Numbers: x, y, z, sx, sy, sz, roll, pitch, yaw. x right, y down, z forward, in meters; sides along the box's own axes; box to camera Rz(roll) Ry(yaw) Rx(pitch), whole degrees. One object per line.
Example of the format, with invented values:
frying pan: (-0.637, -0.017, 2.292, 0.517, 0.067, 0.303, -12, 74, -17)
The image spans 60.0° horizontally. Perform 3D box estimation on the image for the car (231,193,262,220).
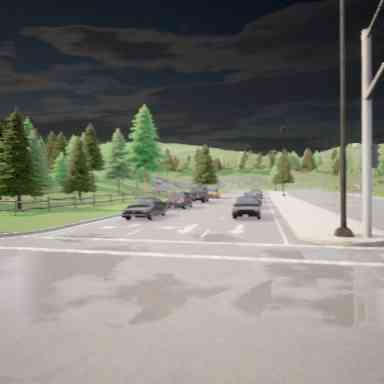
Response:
car: (3.849, 1.038, 23.161, 2.033, 1.411, 5.357, -1, 1, 12)

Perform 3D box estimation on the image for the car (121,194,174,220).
car: (-3.189, 1.126, 23.684, 2.033, 1.411, 5.357, -1, 1, 12)

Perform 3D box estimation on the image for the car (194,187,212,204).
car: (0.788, 0.369, 43.041, 2.150, 2.045, 5.566, -1, 1, 11)

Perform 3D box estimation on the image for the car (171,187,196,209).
car: (-1.342, 0.731, 32.674, 2.097, 1.767, 4.553, -1, 1, 12)

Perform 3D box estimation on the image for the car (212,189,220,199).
car: (3.315, 0.239, 54.906, 2.097, 1.767, 4.553, -1, 1, 12)

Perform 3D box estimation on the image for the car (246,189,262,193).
car: (5.811, 0.772, 32.674, 2.128, 1.511, 4.902, -1, 1, 12)
